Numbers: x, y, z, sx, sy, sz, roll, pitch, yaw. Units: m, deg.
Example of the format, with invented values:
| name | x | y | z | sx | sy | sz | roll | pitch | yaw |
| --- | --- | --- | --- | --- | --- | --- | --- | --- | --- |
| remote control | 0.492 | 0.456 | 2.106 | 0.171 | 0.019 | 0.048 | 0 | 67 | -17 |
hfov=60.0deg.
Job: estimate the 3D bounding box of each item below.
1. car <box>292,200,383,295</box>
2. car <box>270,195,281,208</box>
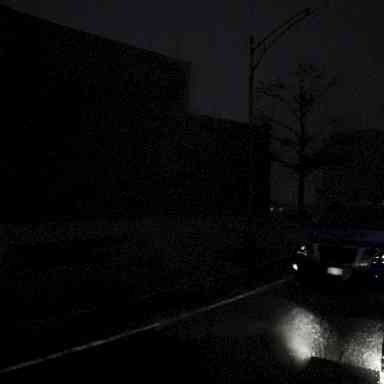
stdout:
| name | x | y | z | sx | sy | sz | roll | pitch | yaw |
| --- | --- | --- | --- | --- | --- | --- | --- | --- | --- |
| car | 4.680 | 1.264 | 8.892 | 2.150 | 2.045 | 5.566 | 0 | 0 | 40 |
| car | 11.690 | 1.635 | 51.413 | 1.882 | 1.535 | 5.008 | 1 | -1 | -20 |
